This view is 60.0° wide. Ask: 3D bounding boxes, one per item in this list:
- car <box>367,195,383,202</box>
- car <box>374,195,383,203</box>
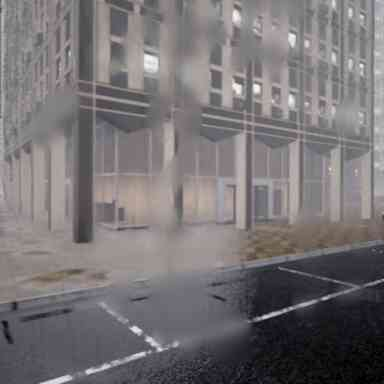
[{"bbox_3d":[37.424,1.322,66.017,1.802,1.307,4.206,2,0,-36],"label":"car"},{"bbox_3d":[33.895,1.401,56.554,1.802,1.307,4.206,2,0,-36],"label":"car"}]
